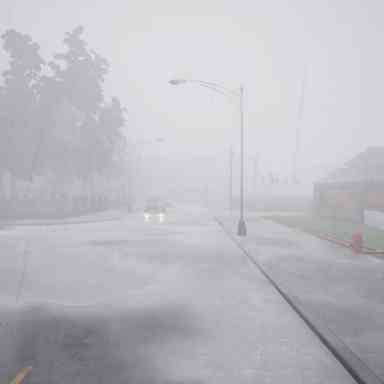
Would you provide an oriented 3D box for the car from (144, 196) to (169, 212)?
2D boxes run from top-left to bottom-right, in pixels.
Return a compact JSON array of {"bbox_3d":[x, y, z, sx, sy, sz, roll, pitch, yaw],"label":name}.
[{"bbox_3d":[-4.175,1.352,37.899,2.097,1.767,4.553,0,0,0],"label":"car"}]

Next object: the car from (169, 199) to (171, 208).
[{"bbox_3d":[-4.175,1.352,48.151,2.097,1.767,4.553,0,0,0],"label":"car"}]
